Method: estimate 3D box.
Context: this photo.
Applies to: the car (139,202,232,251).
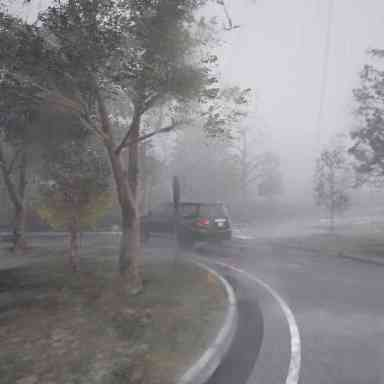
[{"bbox_3d":[-0.634,1.493,15.911,2.150,2.045,5.566,1,-2,-43],"label":"car"}]
